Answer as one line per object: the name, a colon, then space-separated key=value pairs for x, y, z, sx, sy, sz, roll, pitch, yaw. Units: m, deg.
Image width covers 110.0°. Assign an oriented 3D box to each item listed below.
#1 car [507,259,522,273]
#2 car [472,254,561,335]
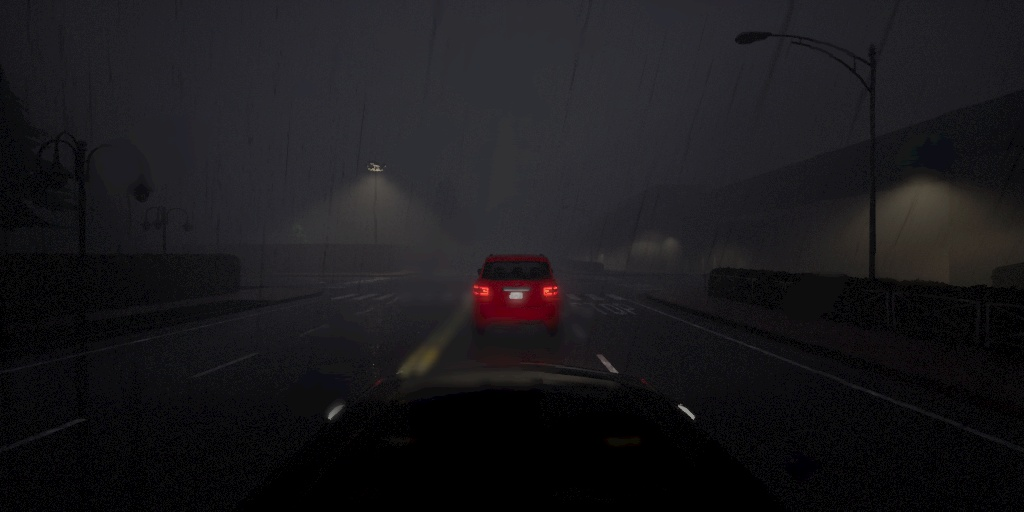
car: x=0.342 y=1.227 z=45.821 sx=1.882 sy=1.535 sz=5.008 roll=0 pitch=0 yaw=1
car: x=0.118 y=0.971 z=10.640 sx=2.150 sy=2.045 sz=5.566 roll=0 pitch=0 yaw=0
